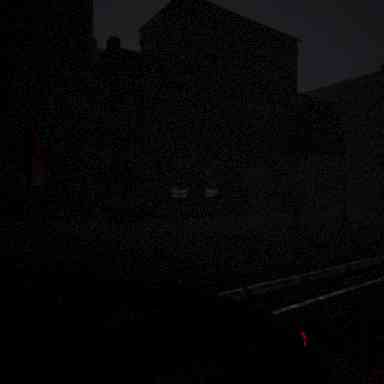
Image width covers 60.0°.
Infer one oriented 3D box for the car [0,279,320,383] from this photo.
[{"bbox_3d":[-0.833,1.563,2.783,4.181,1.385,1.994,0,0,-35],"label":"car"}]
